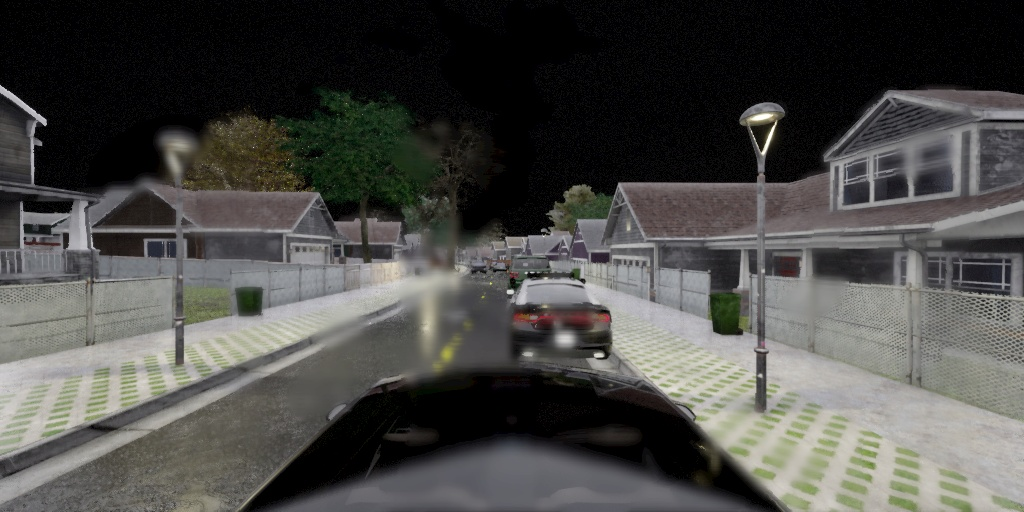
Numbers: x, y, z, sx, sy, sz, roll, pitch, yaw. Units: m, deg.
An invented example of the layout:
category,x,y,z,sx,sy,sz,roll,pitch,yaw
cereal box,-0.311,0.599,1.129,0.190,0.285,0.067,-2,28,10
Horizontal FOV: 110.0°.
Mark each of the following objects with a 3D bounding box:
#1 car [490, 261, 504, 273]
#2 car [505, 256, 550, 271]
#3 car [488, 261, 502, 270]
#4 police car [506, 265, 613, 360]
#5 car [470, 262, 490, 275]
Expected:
category,x,y,z,sx,sy,sz,roll,pitch,yaw
car,-1.507,1.476,47.472,1.994,1.385,4.181,0,0,-4
car,0.847,1.000,18.479,2.150,2.045,5.566,0,0,-1
car,-2.944,1.595,61.334,2.033,1.411,5.357,0,-1,-8
police car,0.899,1.180,8.505,1.930,1.638,5.238,0,0,0
car,-3.866,1.425,42.134,2.033,1.411,5.357,0,0,-4
